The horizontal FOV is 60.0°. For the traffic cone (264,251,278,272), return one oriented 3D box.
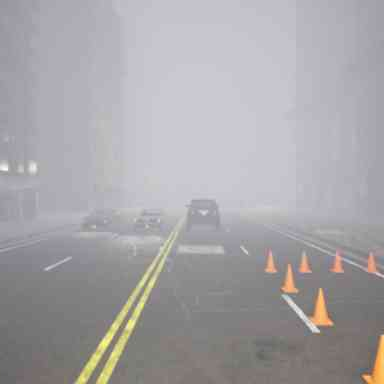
[{"bbox_3d":[2.358,2.066,9.979,0.340,0.580,0.340,0,-1,1],"label":"traffic cone"}]

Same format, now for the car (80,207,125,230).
[{"bbox_3d":[-5.955,1.756,22.961,2.033,1.411,5.357,0,-1,1],"label":"car"}]

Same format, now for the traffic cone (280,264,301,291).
[{"bbox_3d":[2.334,2.046,7.980,0.340,0.580,0.340,0,-1,1],"label":"traffic cone"}]

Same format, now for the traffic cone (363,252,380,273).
[{"bbox_3d":[5.358,2.078,9.944,0.340,0.580,0.340,0,-1,1],"label":"traffic cone"}]

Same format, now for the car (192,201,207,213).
[{"bbox_3d":[1.013,2.027,45.304,1.994,1.385,4.181,0,-1,1],"label":"car"}]

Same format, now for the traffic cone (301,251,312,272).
[{"bbox_3d":[3.358,2.070,9.967,0.340,0.580,0.340,0,-1,1],"label":"traffic cone"}]

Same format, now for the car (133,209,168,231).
[{"bbox_3d":[-2.711,1.817,22.444,1.895,1.301,4.718,0,-1,1],"label":"car"}]

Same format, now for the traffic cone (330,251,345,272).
[{"bbox_3d":[4.358,2.074,9.955,0.340,0.580,0.340,0,-1,1],"label":"traffic cone"}]

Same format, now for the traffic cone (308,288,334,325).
[{"bbox_3d":[2.311,2.026,5.980,0.340,0.580,0.340,0,-1,1],"label":"traffic cone"}]

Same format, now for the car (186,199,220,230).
[{"bbox_3d":[0.749,1.460,23.121,2.150,2.045,5.566,0,0,1],"label":"car"}]

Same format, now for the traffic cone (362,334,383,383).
[{"bbox_3d":[2.287,2.006,3.980,0.340,0.580,0.340,0,-1,1],"label":"traffic cone"}]
